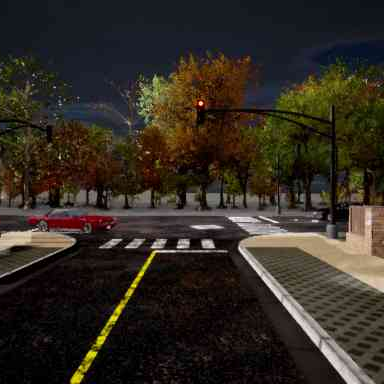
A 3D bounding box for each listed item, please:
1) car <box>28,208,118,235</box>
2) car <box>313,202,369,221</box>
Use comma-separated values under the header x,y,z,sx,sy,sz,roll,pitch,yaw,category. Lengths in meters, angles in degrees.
x,y,z,sx,sy,sz,roll,pitch,yaw,category
-6.583,1.580,18.602,4.718,1.301,1.895,0,0,17,car
12.148,1.556,26.402,4.892,1.490,1.837,0,0,0,car
